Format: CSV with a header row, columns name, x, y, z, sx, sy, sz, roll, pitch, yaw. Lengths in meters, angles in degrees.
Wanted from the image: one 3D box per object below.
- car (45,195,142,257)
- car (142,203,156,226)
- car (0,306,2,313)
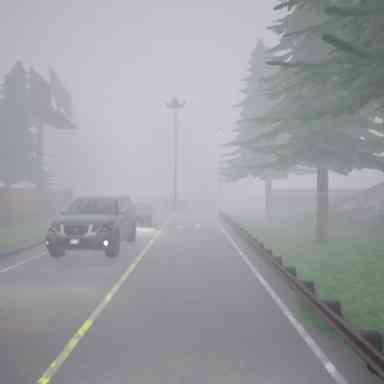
name,x,y,z,sx,sy,sz,roll,pitch,yaw
car,-3.562,1.148,12.912,2.150,2.045,5.566,0,0,0
car,-3.497,1.444,22.074,1.994,1.385,4.181,0,0,0
car,-3.578,1.534,2.260,2.033,1.411,5.357,0,0,0
